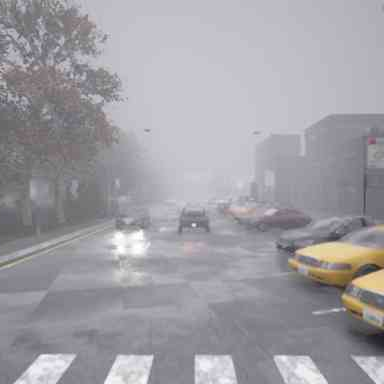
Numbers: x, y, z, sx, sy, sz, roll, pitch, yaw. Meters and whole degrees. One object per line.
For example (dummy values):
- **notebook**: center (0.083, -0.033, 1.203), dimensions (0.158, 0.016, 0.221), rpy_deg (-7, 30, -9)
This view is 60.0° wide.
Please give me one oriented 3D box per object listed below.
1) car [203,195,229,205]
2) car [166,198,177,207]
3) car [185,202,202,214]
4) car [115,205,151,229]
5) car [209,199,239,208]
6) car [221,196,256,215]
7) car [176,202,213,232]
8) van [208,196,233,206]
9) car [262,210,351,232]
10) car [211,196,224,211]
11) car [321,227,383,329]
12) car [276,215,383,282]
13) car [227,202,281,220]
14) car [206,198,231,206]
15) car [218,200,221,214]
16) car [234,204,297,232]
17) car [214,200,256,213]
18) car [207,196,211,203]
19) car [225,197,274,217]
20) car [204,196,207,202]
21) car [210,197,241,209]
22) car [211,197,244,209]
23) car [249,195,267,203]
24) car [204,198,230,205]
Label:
- **car**: center (5.550, 1.874, 77.858), dimensions (5.566, 2.045, 2.435), rpy_deg (1, -1, -20)
- **car**: center (-3.936, 1.976, 63.989), dimensions (1.882, 1.535, 5.008), rpy_deg (0, 0, 0)
- **car**: center (0.170, 1.883, 41.009), dimensions (1.895, 1.301, 4.718), rpy_deg (0, 0, 0)
- **car**: center (-3.941, 1.636, 22.836), dimensions (2.128, 1.511, 4.902), rpy_deg (0, 0, 0)
- **car**: center (5.484, 1.954, 56.807), dimensions (4.674, 1.452, 2.002), rpy_deg (1, 0, -20)
- **car**: center (5.387, 1.555, 29.795), dimensions (4.553, 1.767, 2.185), rpy_deg (1, 0, -20)
- **car**: center (0.117, 1.640, 21.298), dimensions (1.837, 1.490, 4.892), rpy_deg (0, 0, 0)
- **van**: center (5.624, 1.780, 65.866), dimensions (4.442, 1.987, 1.878), rpy_deg (1, -1, -20)
- **car**: center (5.312, 1.562, 11.781), dimensions (4.892, 1.521, 2.231), rpy_deg (1, 0, -20)
- **car**: center (5.372, 1.475, 35.770), dimensions (5.566, 2.045, 2.435), rpy_deg (1, 0, -20)
- **car**: center (5.130, 1.517, 5.715), dimensions (5.366, 1.575, 1.946), rpy_deg (1, 0, -20)
- **car**: center (5.129, 1.536, 8.716), dimensions (5.366, 1.575, 1.946), rpy_deg (1, 0, -20)
- **car**: center (5.303, 1.667, 23.772), dimensions (4.792, 1.488, 2.163), rpy_deg (1, 0, -20)
- **car**: center (5.524, 2.074, 68.821), dimensions (4.674, 1.452, 2.002), rpy_deg (1, 0, -20)
- **car**: center (5.364, 1.743, 32.790), dimensions (4.674, 1.452, 2.002), rpy_deg (1, -1, -20)
- **car**: center (5.323, 1.658, 20.781), dimensions (4.674, 1.452, 2.002), rpy_deg (1, 0, -20)
- **car**: center (5.383, 1.805, 41.783), dimensions (4.792, 1.488, 2.163), rpy_deg (1, 0, -20)
- **car**: center (5.404, 1.549, 44.787), dimensions (5.566, 2.045, 2.435), rpy_deg (1, 0, -20)
- **car**: center (5.374, 1.534, 26.793), dimensions (4.553, 1.767, 2.185), rpy_deg (1, 0, -20)
- **car**: center (5.497, 1.973, 62.819), dimensions (5.008, 1.535, 2.097), rpy_deg (1, -1, -20)
- **car**: center (5.439, 1.758, 53.800), dimensions (4.553, 1.767, 2.185), rpy_deg (1, -1, -20)
- **car**: center (5.425, 1.730, 50.799), dimensions (4.553, 1.767, 2.185), rpy_deg (1, -1, -20)
- **car**: center (18.549, 2.046, 93.822), dimensions (2.435, 2.045, 5.566), rpy_deg (0, 0, -21)
- **car**: center (5.348, 2.058, 71.763), dimensions (5.366, 1.575, 1.946), rpy_deg (1, 0, -20)
